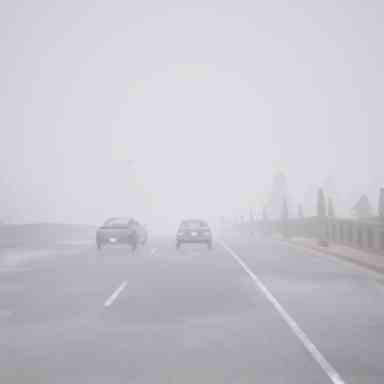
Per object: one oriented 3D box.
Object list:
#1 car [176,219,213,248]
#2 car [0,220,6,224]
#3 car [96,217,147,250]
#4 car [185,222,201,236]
[{"bbox_3d":[0.096,2.144,17.700,2.033,1.411,5.357,0,-4,0],"label":"car"},{"bbox_3d":[-17.507,3.115,28.486,1.837,1.490,4.892,0,-7,0],"label":"car"},{"bbox_3d":[-3.403,2.021,16.737,2.128,1.511,4.902,0,-4,0],"label":"car"},{"bbox_3d":[0.093,4.296,38.536,1.812,1.442,4.674,0,-7,0],"label":"car"}]
